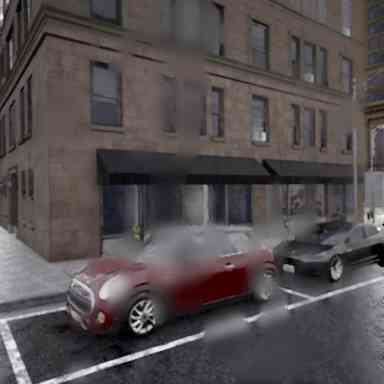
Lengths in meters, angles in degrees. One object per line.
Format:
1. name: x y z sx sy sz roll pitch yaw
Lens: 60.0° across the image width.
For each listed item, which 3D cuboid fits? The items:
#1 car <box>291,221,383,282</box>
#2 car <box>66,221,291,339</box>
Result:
1. car: 4.221 1.554 9.692 4.313 1.339 1.947 0 -1 -36
2. car: -0.256 1.435 6.487 4.097 1.590 1.967 0 -1 -36
